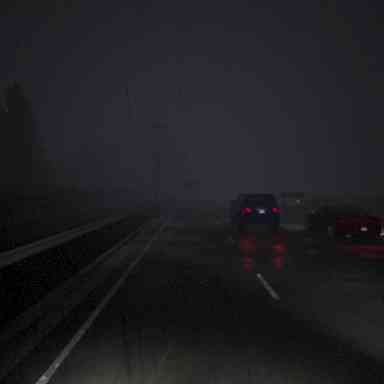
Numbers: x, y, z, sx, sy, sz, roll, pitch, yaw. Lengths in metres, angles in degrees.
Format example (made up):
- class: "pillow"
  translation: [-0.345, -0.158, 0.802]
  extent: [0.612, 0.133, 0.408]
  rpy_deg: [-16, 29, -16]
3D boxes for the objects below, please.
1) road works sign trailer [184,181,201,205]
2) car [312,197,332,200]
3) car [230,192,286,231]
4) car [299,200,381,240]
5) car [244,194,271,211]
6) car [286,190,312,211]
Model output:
- class: "road works sign trailer"
  translation: [0.010, 0.116, 50.244]
  extent: [2.380, 3.560, 2.880]
  rpy_deg: [0, 0, 0]
- class: "car"
  translation: [14.109, 1.236, 36.731]
  extent: [2.128, 1.511, 4.902]
  rpy_deg: [0, 0, 0]
- class: "car"
  translation: [3.603, 1.084, 19.778]
  extent: [2.150, 2.045, 5.566]
  rpy_deg: [0, 0, 0]
- class: "car"
  translation: [7.104, 1.365, 16.194]
  extent: [1.882, 1.535, 5.008]
  rpy_deg: [0, 0, 0]
- class: "car"
  translation: [7.108, 1.099, 36.458]
  extent: [2.097, 1.767, 4.553]
  rpy_deg: [0, 0, 0]
- class: "car"
  translation: [10.608, 0.972, 35.973]
  extent: [2.150, 2.045, 5.566]
  rpy_deg: [0, 0, 0]
